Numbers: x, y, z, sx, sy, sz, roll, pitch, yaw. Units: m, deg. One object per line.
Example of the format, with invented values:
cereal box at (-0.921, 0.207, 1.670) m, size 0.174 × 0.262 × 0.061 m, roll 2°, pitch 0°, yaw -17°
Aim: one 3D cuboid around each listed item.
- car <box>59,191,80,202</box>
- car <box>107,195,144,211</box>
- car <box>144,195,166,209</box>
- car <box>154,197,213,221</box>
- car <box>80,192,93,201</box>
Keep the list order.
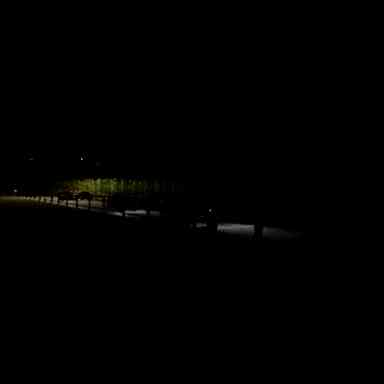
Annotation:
car at (-19.314, 0.689, 51.209) m, size 1.837 × 1.490 × 4.892 m, roll 0°, pitch 0°, yaw -34°
car at (-7.014, 1.038, 33.420) m, size 1.812 × 1.442 × 4.674 m, roll 0°, pitch 1°, yaw -36°
car at (-3.912, 1.004, 35.400) m, size 1.882 × 1.535 × 5.008 m, roll 0°, pitch 1°, yaw -35°
car at (-0.565, 1.288, 24.133) m, size 1.895 × 1.301 × 4.718 m, roll 0°, pitch 1°, yaw -35°
car at (-17.883, 0.680, 55.433) m, size 1.812 × 1.442 × 4.674 m, roll 0°, pitch 1°, yaw -35°
